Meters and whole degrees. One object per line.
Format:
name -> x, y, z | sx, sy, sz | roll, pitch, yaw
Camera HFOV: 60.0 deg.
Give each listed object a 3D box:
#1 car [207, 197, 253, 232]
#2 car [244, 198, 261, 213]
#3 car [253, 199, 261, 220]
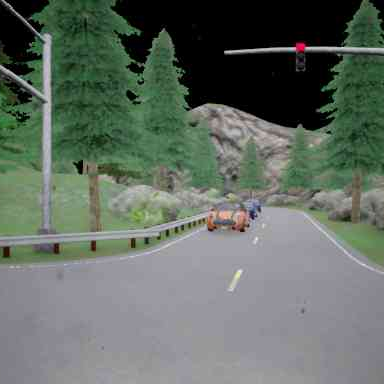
car -> 2.326, 1.383, 20.314 | 2.097, 1.767, 4.553 | 0, 0, 15
car -> 7.061, 1.536, 39.035 | 1.882, 1.535, 5.008 | 0, 0, 9
car -> 4.675, 1.522, 29.143 | 1.882, 1.535, 5.008 | 0, 0, 15
